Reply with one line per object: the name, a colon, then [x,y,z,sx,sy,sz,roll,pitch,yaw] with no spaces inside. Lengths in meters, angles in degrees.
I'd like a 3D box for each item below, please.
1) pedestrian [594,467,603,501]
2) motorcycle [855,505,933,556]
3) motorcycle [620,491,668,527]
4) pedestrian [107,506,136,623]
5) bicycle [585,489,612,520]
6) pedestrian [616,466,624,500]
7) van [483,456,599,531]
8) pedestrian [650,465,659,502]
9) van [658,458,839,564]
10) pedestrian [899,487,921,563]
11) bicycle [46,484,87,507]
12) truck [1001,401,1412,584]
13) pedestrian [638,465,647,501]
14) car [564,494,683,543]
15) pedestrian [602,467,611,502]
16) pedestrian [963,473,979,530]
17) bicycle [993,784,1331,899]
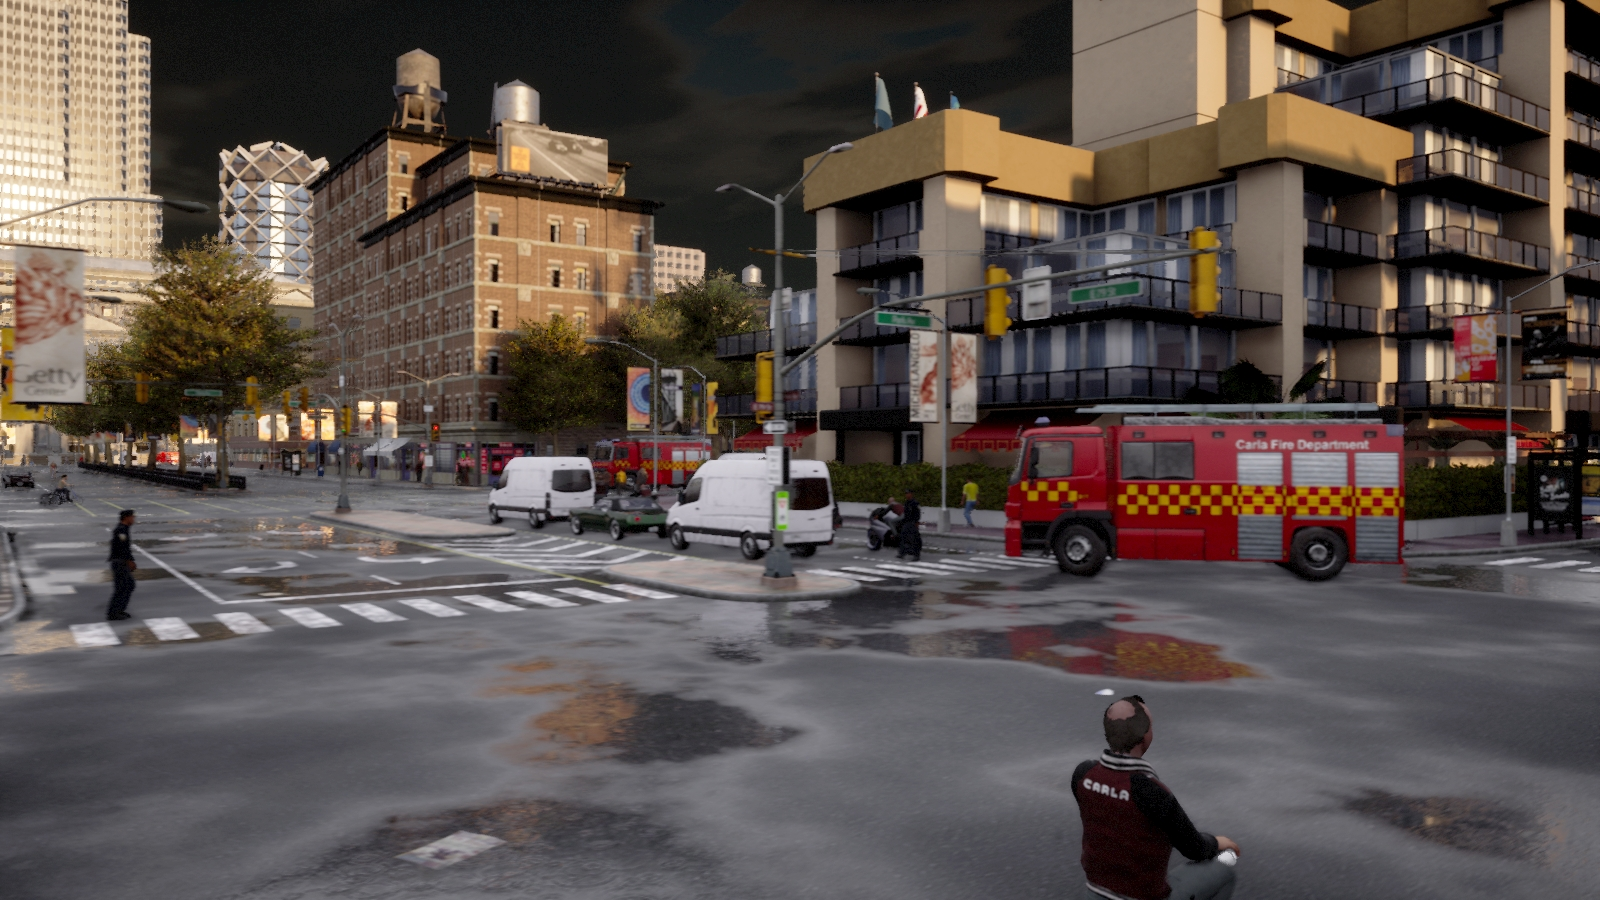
pedestrian: [-11.049,1.852,62.711,0.375,1.860,0.375,0,0,-38]
motorcycle: [2.585,2.207,31.541,0.867,1.251,2.209,0,0,-39]
motorcycle: [-5.908,2.207,43.232,0.867,1.251,2.209,0,0,-35]
pedestrian: [-11.069,1.850,18.627,0.375,1.860,0.375,0,0,-35]
bicycle: [-8.228,2.213,46.528,0.329,1.171,1.835,0,0,-36]
pedestrian: [-10.022,1.852,63.659,0.375,1.860,0.375,0,0,-26]
van: [-9.795,1.537,42.835,1.988,2.561,5.915,0,0,-37]
pedestrian: [-7.358,1.700,57.784,0.375,1.860,0.375,0,0,-30]
van: [-1.543,1.537,31.128,1.988,2.561,5.915,0,0,-36]
pedestrian: [2.729,1.851,28.379,0.375,1.860,0.375,0,0,-42]
bicycle: [-36.291,2.258,56.517,0.859,1.080,1.487,0,0,38]
truck: [8.941,0.893,26.175,8.468,3.827,2.891,0,0,11]
pedestrian: [-8.165,1.699,59.171,0.375,1.860,0.375,0,0,-30]
car: [-5.795,2.157,37.040,1.895,1.301,4.718,0,0,-35]
pedestrian: [-10.472,1.852,61.883,0.375,1.860,0.375,0,0,-32]
pedestrian: [5.683,1.699,37.963,0.375,1.860,0.375,0,0,-25]
bicycle: [1.611,2.210,4.896,1.835,1.171,0.329,0,0,-35]
